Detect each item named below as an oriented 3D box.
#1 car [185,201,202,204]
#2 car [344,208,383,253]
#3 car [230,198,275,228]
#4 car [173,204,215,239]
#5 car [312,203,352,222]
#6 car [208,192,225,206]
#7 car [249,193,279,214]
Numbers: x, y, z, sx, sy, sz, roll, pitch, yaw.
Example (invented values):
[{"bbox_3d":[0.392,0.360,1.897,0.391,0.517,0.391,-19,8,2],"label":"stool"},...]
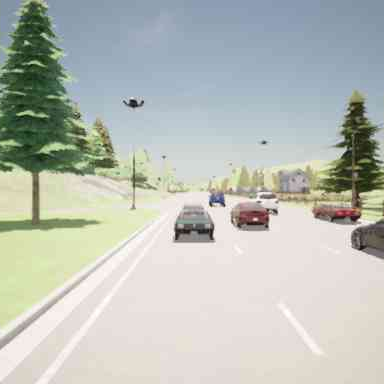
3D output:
[{"bbox_3d":[0.100,1.474,29.448,1.895,1.301,4.718,0,0,0],"label":"car"},{"bbox_3d":[7.100,1.479,10.983,1.812,1.442,4.674,0,0,0],"label":"car"},{"bbox_3d":[3.598,1.386,21.308,1.882,1.535,5.008,0,0,0],"label":"car"},{"bbox_3d":[0.099,1.528,16.970,1.895,1.301,4.718,0,0,0],"label":"car"},{"bbox_3d":[10.600,1.495,24.834,1.895,1.301,4.718,0,0,0],"label":"car"},{"bbox_3d":[3.596,1.011,48.982,2.150,2.045,5.566,0,0,0],"label":"car"},{"bbox_3d":[7.098,1.080,33.470,2.150,2.045,5.566,0,0,0],"label":"car"}]
